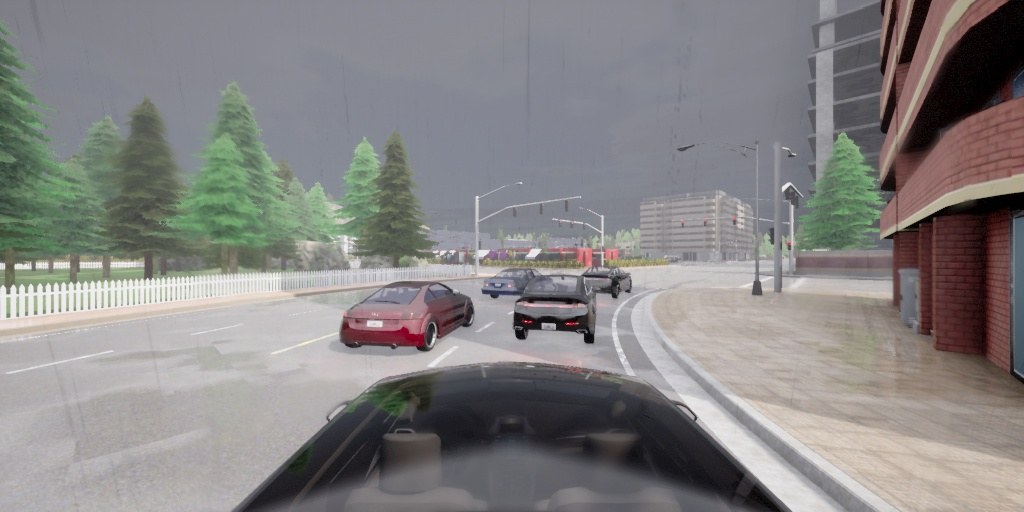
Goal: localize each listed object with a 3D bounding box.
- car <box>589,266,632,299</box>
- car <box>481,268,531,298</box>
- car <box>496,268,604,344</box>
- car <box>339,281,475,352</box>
[{"bbox_3d":[4.834,1.236,18.319,2.128,1.511,4.902,1,1,29],"label":"car"},{"bbox_3d":[0.461,1.297,17.805,2.033,1.411,5.357,0,0,25],"label":"car"},{"bbox_3d":[1.343,1.242,9.758,2.128,1.511,4.902,0,0,14],"label":"car"},{"bbox_3d":[-2.367,1.314,9.086,1.994,1.385,4.181,0,0,10],"label":"car"}]
